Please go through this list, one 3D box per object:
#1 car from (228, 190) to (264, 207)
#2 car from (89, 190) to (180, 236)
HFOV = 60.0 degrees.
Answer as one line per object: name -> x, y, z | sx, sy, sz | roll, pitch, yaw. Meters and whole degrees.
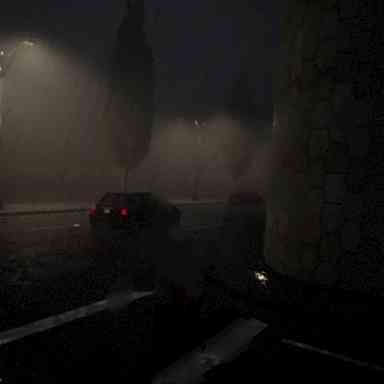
car -> 5.360, 0.579, 32.197 | 1.882, 1.535, 5.008 | 6, 3, 35
car -> -2.348, 0.758, 15.027 | 2.097, 1.767, 4.553 | 6, 3, 28
